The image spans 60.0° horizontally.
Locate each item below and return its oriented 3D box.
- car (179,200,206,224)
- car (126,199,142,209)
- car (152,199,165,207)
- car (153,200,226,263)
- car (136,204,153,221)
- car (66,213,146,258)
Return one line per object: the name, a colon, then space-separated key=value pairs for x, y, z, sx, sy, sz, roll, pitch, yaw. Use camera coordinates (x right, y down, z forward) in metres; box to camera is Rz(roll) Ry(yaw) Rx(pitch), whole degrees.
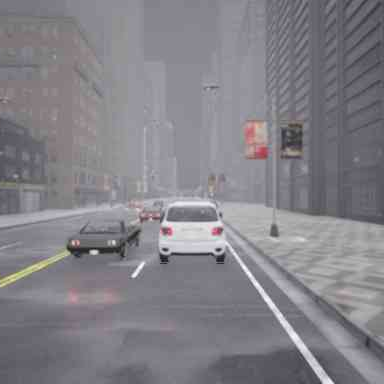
car: x=0.037 y=1.636 z=28.429 sx=2.097 sy=1.767 sz=4.553 roll=0 pitch=-1 yaw=0
car: x=-9.783 y=1.909 z=56.337 sx=2.097 sy=1.767 sz=4.553 roll=0 pitch=-1 yaw=0
car: x=-6.465 y=2.191 z=65.090 sx=2.033 sy=1.411 sz=5.357 roll=0 pitch=-1 yaw=0
car: x=0.017 y=1.353 z=12.596 sx=2.150 sy=2.045 sz=5.566 roll=0 pitch=0 yaw=0
car: x=-3.216 y=1.884 z=28.253 sx=1.895 sy=1.301 sz=4.718 roll=0 pitch=-1 yaw=0
car: x=-3.226 y=1.736 z=13.255 sx=1.895 sy=1.301 sz=4.718 roll=0 pitch=-1 yaw=0
